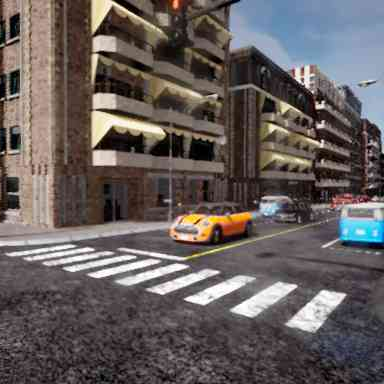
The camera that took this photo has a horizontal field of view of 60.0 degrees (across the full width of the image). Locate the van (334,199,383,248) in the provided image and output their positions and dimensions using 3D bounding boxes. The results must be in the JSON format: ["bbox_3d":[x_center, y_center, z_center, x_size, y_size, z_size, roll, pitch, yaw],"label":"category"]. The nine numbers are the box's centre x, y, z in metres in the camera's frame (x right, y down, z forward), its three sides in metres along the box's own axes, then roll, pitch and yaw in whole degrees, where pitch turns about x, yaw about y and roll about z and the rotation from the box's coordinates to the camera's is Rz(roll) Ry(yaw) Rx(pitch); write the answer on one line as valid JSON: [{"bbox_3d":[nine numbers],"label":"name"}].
[{"bbox_3d":[7.787,1.387,14.797,1.690,1.788,3.998,0,0,35],"label":"van"}]

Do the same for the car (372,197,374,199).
[{"bbox_3d":[36.112,1.689,69.367,1.887,1.381,4.507,0,0,35],"label":"car"}]

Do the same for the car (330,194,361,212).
[{"bbox_3d":[17.997,1.276,39.297,2.150,2.045,5.566,1,0,36],"label":"car"}]

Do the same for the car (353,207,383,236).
[{"bbox_3d":[10.858,1.631,19.411,1.947,1.339,4.313,0,0,35],"label":"car"}]

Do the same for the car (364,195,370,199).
[{"bbox_3d":[32.903,1.439,64.852,2.192,1.841,5.009,0,0,35],"label":"car"}]

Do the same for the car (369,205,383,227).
[{"bbox_3d":[14.066,1.669,23.927,1.802,1.307,4.206,0,0,35],"label":"car"}]

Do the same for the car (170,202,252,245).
[{"bbox_3d":[1.005,1.289,15.452,2.097,1.767,4.553,1,0,35],"label":"car"}]

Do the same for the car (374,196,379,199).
[{"bbox_3d":[45.640,1.730,82.779,1.752,1.417,4.829,0,0,35],"label":"car"}]

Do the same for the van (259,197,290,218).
[{"bbox_3d":[7.232,1.293,28.720,1.690,1.788,3.998,0,0,35],"label":"van"}]

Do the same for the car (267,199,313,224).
[{"bbox_3d":[7.563,1.487,24.685,1.837,1.490,4.892,1,0,35],"label":"car"}]

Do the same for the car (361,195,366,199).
[{"bbox_3d":[29.694,1.685,60.334,1.802,1.307,4.206,0,0,35],"label":"car"}]
